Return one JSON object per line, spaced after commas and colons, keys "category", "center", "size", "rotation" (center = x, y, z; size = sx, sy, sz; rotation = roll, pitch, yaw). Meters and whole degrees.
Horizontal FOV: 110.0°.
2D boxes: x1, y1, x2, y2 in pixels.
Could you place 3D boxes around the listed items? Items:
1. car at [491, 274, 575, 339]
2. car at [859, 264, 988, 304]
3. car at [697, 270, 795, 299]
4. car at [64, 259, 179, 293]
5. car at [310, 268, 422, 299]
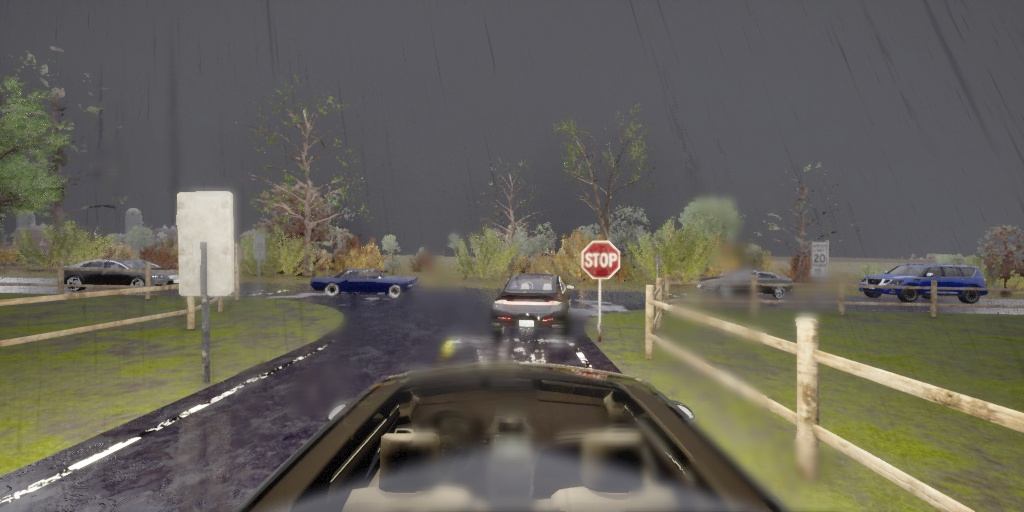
{"category": "car", "center": [0.708, 1.240, 10.126], "size": [2.128, 1.511, 4.902], "rotation": [0, 0, 9]}
{"category": "car", "center": [22.903, 1.467, 20.069], "size": [5.566, 2.045, 2.150], "rotation": [1, 1, 0]}
{"category": "car", "center": [13.007, 1.526, 20.082], "size": [4.902, 1.511, 2.128], "rotation": [1, 1, 0]}
{"category": "car", "center": [-18.487, 0.885, 17.178], "size": [4.902, 1.511, 2.128], "rotation": [1, 1, 0]}
{"category": "car", "center": [-6.819, 1.249, 17.159], "size": [4.718, 1.301, 1.895], "rotation": [1, 1, 0]}
